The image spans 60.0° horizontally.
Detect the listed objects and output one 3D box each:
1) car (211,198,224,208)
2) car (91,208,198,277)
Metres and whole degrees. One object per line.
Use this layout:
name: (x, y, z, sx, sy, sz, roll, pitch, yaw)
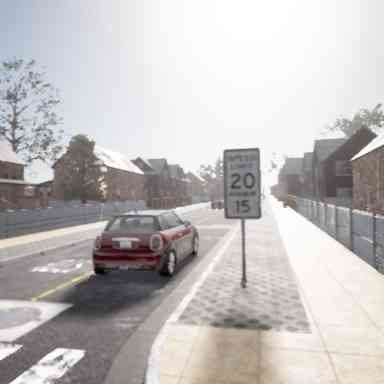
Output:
car: (3.803, 1.481, 45.360, 1.994, 1.385, 4.181, -1, 0, 13)
car: (-1.191, 1.308, 10.310, 2.097, 1.767, 4.553, -1, 0, 13)
